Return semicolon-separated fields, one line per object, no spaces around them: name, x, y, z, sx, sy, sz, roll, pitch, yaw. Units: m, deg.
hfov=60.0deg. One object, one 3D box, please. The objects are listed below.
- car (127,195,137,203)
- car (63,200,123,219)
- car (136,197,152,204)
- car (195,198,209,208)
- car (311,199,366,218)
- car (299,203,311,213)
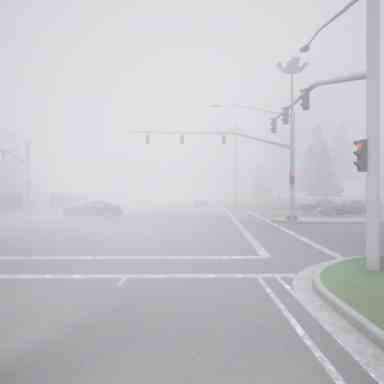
car;-12.179;1.451;68.724;1.882;1.535;5.008;0;0;0
car;-8.580;1.466;28.896;5.008;1.535;1.882;0;0;-1
car;-8.703;1.577;62.731;1.895;1.301;4.718;0;0;0
car;1.501;1.582;48.940;1.895;1.301;4.718;0;0;4
car;13.489;1.480;29.163;4.902;1.511;2.128;0;0;-1
car;14.041;1.512;36.172;4.674;1.442;1.812;0;0;-1
